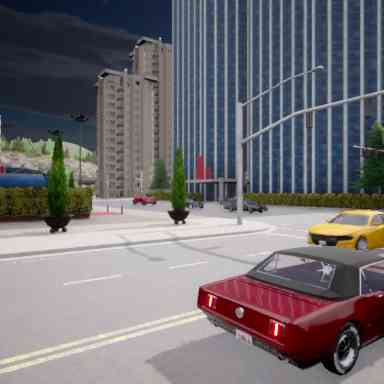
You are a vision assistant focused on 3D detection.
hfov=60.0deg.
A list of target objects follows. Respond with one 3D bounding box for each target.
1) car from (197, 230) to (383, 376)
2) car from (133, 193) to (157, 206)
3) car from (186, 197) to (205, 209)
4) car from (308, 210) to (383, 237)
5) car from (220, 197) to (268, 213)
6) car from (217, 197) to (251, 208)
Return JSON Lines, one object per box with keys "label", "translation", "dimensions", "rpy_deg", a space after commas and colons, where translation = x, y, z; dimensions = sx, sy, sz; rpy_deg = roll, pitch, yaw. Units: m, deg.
{"label": "car", "translation": [2.493, 1.601, 5.586], "dimensions": [4.718, 1.301, 1.895], "rpy_deg": [0, 0, -35]}
{"label": "car", "translation": [-7.984, 1.219, 55.738], "dimensions": [2.150, 2.045, 5.566], "rpy_deg": [0, 0, -36]}
{"label": "car", "translation": [-0.295, 1.505, 45.106], "dimensions": [1.837, 1.490, 4.892], "rpy_deg": [0, 0, -36]}
{"label": "car", "translation": [6.559, 1.477, 13.003], "dimensions": [5.008, 1.535, 1.882], "rpy_deg": [0, 0, -36]}
{"label": "car", "translation": [5.809, 1.547, 36.699], "dimensions": [2.033, 1.411, 5.357], "rpy_deg": [0, 0, -36]}
{"label": "car", "translation": [6.073, 1.491, 48.566], "dimensions": [2.128, 1.511, 4.902], "rpy_deg": [0, 0, -36]}
